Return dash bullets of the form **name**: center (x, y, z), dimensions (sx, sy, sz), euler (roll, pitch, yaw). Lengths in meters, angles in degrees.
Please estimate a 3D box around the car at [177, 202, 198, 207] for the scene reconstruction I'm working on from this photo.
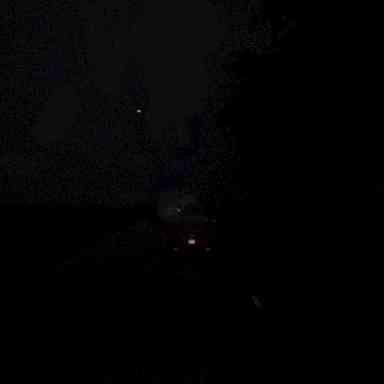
- **car**: center (-0.001, 1.859, 28.517), dimensions (1.994, 1.385, 4.181), euler (0, 0, 0)

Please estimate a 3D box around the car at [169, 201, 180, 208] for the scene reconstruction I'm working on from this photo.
- **car**: center (-2.864, 2.167, 57.781), dimensions (1.895, 1.301, 4.718), euler (0, 0, 0)

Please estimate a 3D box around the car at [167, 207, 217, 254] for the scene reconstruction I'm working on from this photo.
- **car**: center (0.017, 1.625, 14.256), dimensions (1.882, 1.535, 5.008), euler (0, 0, 0)
